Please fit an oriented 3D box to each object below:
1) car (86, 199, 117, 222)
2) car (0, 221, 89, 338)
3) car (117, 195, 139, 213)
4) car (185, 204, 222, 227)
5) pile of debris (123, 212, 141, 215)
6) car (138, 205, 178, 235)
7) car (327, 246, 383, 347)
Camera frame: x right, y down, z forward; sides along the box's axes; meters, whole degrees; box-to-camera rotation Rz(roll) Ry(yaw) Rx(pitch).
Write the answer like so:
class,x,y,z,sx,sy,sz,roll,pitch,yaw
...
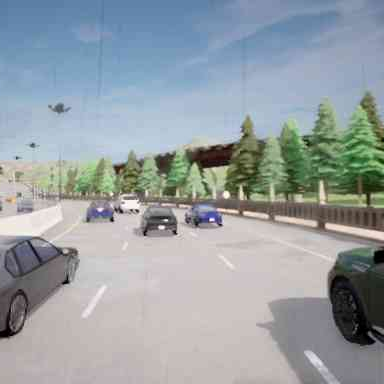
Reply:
class,x,y,z,sx,sy,sz,roll,pitch,yaw
car,-7.692,1.443,27.885,2.097,1.767,4.553,0,0,-16
car,-3.754,1.577,6.545,2.033,1.411,5.357,0,0,-4
car,-7.538,1.334,38.288,2.150,2.045,5.566,0,0,-21
car,0.753,1.571,23.063,1.812,1.442,4.674,0,0,-12
pile of debris,-6.413,2.277,35.435,1.500,0.140,1.860,0,0,-20
car,-1.973,1.554,19.184,1.837,1.490,4.892,0,0,-10
car,3.411,1.214,3.272,2.150,2.045,5.566,0,0,-2
